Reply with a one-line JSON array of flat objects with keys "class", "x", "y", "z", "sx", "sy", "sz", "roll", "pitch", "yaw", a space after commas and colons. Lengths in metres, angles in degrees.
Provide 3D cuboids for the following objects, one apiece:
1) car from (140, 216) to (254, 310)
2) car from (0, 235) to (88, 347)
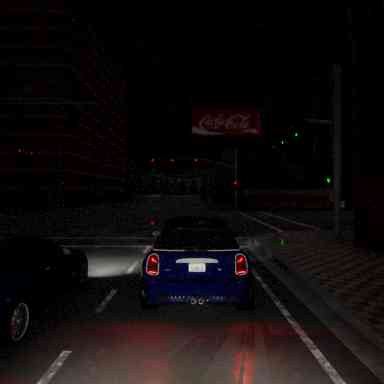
[{"class": "car", "x": 0.085, "y": 1.352, "z": 7.977, "sx": 2.097, "sy": 1.767, "sz": 4.553, "roll": 0, "pitch": 0, "yaw": 0}, {"class": "car", "x": -3.420, "y": 1.526, "z": 6.181, "sx": 1.812, "sy": 1.442, "sz": 4.674, "roll": 0, "pitch": 0, "yaw": 0}]
